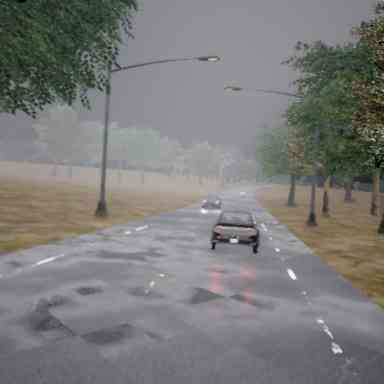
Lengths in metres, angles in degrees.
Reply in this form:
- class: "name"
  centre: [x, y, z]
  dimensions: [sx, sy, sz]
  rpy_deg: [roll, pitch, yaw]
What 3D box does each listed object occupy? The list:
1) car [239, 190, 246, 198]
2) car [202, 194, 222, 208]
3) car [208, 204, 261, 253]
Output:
- class: "car"
  centre: [12.899, 0.638, 85.061]
  dimensions: [1.812, 1.442, 4.674]
  rpy_deg: [3, 2, 9]
- class: "car"
  centre: [2.533, 1.110, 41.216]
  dimensions: [2.097, 1.767, 4.553]
  rpy_deg: [3, 1, 9]
- class: "car"
  centre: [1.898, 1.547, 14.378]
  dimensions: [2.128, 1.511, 4.902]
  rpy_deg: [3, 0, 9]
